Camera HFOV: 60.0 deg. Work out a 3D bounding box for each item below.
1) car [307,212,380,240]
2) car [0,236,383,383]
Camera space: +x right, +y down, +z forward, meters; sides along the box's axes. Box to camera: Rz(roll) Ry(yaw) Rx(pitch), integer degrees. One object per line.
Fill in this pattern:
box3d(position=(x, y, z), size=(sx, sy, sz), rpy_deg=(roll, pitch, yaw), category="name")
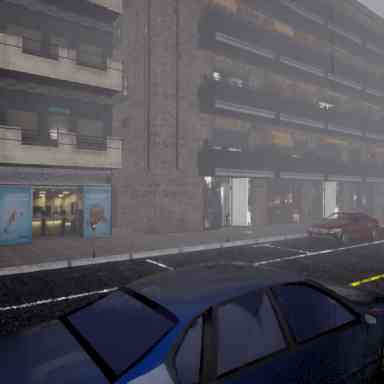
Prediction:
box3d(position=(7.172, 1.583, 15.538), size=(4.206, 1.307, 1.802), rpy_deg=(0, 0, -35), category="car")
box3d(position=(0.506, 1.548, 3.675), size=(5.357, 1.411, 2.033), rpy_deg=(0, 0, -35), category="car")
